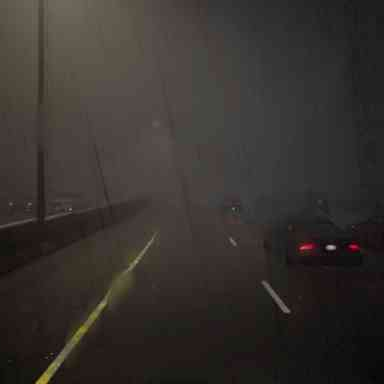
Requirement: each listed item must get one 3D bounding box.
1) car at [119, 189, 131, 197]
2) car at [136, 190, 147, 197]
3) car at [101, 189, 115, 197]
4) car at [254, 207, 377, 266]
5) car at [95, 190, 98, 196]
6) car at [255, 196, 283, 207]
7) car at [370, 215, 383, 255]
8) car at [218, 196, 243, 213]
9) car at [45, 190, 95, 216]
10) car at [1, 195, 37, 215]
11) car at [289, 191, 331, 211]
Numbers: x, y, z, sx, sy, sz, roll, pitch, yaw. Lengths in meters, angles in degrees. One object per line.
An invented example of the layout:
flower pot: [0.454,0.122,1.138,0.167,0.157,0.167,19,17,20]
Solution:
car: [-13.999,0.216,69.871,1.837,1.490,4.892,0,2,0]
car: [-10.499,0.283,69.456,1.994,1.385,4.181,0,2,0]
car: [-17.499,0.085,69.480,2.097,1.767,4.553,0,2,0]
car: [3.595,1.462,11.095,2.033,1.411,5.357,0,1,0]
car: [-20.999,0.255,69.455,1.812,1.442,4.674,0,2,0]
car: [7.097,1.144,31.098,2.128,1.511,4.902,0,1,0]
car: [7.092,1.474,11.638,1.994,1.385,4.181,0,1,0]
car: [3.597,1.155,31.223,1.837,1.490,4.892,0,1,0]
car: [-10.598,0.908,28.956,2.150,2.045,5.566,0,1,0]
car: [-14.097,1.037,29.081,2.097,1.767,4.553,0,1,0]
car: [10.598,0.888,30.204,2.150,2.045,5.566,0,1,0]
